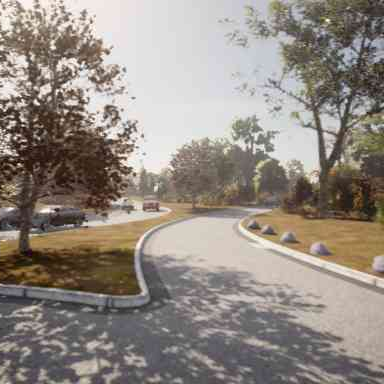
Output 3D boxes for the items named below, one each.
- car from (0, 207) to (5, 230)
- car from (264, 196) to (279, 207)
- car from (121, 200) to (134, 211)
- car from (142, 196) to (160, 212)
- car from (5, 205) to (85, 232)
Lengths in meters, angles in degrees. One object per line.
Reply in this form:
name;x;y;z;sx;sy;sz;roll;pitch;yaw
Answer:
car;-11.905;1.660;21.747;1.994;1.385;4.181;0;0;17
car;13.030;1.441;52.290;2.097;1.767;4.553;0;1;31
car;-9.131;1.884;47.238;2.033;1.411;5.357;0;0;-10
car;-5.445;1.544;44.355;2.150;2.045;5.566;0;0;-7
car;-8.749;1.588;20.910;2.128;1.511;4.902;0;-1;17
